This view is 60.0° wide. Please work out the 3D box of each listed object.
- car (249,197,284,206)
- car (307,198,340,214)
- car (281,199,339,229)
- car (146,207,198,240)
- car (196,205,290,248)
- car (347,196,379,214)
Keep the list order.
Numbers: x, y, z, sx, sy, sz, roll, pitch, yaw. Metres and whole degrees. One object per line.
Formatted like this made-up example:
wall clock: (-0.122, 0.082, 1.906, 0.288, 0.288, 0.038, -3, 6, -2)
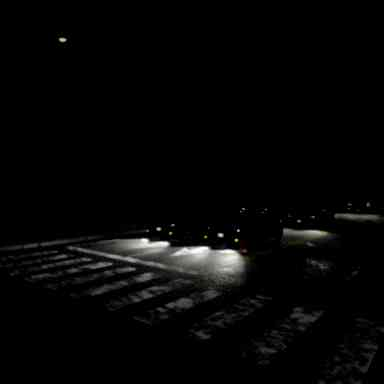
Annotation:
car: (5.131, 1.202, 23.126, 2.097, 1.767, 4.553, 0, 0, 39)
car: (13.191, 1.352, 33.232, 1.994, 1.385, 4.181, 0, 1, 39)
car: (7.632, 1.393, 21.049, 1.812, 1.442, 4.674, 0, 1, 38)
car: (-0.256, 1.454, 16.368, 1.994, 1.385, 4.181, 0, 0, 38)
car: (2.327, 1.470, 14.394, 1.994, 1.385, 4.181, 0, 1, 39)
car: (16.742, 1.152, 32.465, 2.097, 1.767, 4.553, 0, 0, 39)
